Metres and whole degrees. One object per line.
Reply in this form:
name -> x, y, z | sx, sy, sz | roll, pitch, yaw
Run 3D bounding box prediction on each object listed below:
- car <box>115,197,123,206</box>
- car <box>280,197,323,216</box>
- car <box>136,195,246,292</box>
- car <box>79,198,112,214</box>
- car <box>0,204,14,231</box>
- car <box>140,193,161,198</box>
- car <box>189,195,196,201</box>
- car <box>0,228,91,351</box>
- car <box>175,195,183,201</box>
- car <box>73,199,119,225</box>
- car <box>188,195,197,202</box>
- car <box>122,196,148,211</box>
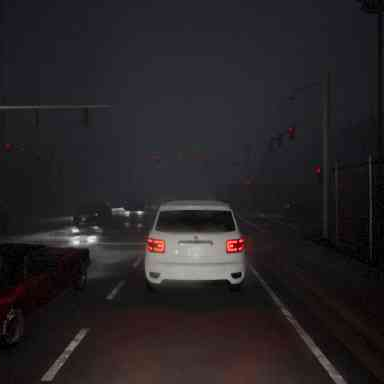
car -> -10.518, 1.491, 49.110 | 2.128, 1.511, 4.902 | 0, 0, 0
car -> 11.002, 1.407, 32.657 | 4.553, 1.767, 2.097 | 0, 0, 0
car -> 0.087, 1.221, 9.072 | 2.150, 2.045, 5.566 | 0, 0, 0
car -> -10.543, 1.519, 36.721 | 2.128, 1.511, 4.902 | 0, 0, 0
car -> -10.576, 1.358, 15.875 | 2.097, 1.767, 4.553 | 0, 0, 0
car -> -6.998, 1.222, 56.778 | 2.150, 2.045, 5.566 | 0, 0, 0
car -> 0.136, 1.524, 86.128 | 1.812, 1.442, 4.674 | 0, 0, 0
car -> -3.433, 1.601, 6.147 | 1.895, 1.301, 4.718 | 0, 0, 1
car -> -3.364, 1.540, 86.011 | 2.033, 1.411, 5.357 | 0, 0, 0
car -> -7.063, 1.518, 24.129 | 2.128, 1.511, 4.902 | 0, 0, 0
car -> 0.125, 1.523, 75.725 | 2.128, 1.511, 4.902 | 0, 0, 0
car -> -7.034, 1.526, 41.510 | 1.812, 1.442, 4.674 | 0, 0, 0
